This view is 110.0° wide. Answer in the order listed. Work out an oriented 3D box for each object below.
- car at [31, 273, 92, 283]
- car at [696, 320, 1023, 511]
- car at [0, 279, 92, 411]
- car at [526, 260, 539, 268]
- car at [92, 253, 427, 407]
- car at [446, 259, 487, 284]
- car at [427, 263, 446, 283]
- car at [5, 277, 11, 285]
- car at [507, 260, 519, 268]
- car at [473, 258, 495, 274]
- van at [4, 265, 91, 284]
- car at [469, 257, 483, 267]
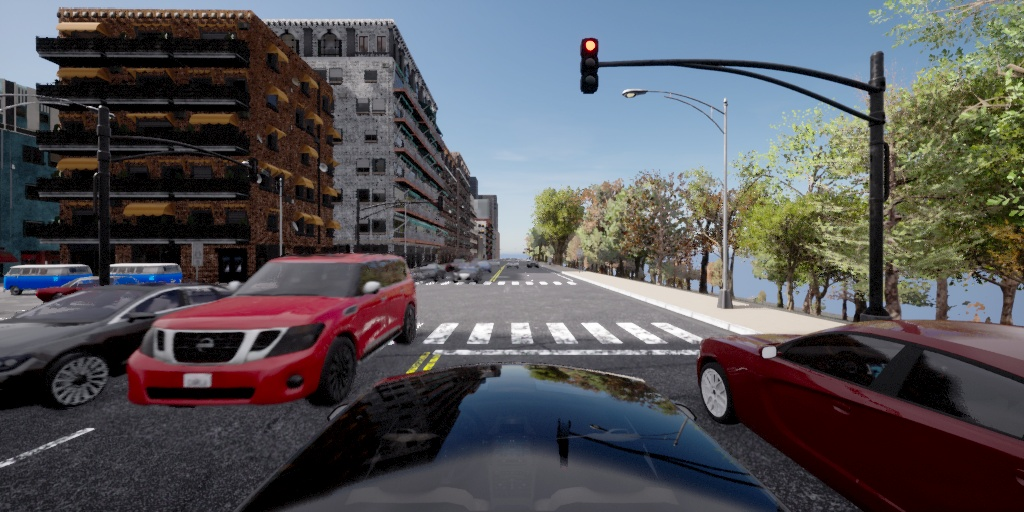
[{"bbox_3d":[-18.085,1.573,16.288,4.718,1.301,1.895,-1,0,-1],"label":"car"},{"bbox_3d":[3.350,1.228,2.718,1.882,1.535,5.008,0,0,0],"label":"car"},{"bbox_3d":[-6.598,1.240,6.224,2.128,1.511,4.902,0,0,0],"label":"car"},{"bbox_3d":[3.404,1.368,60.210,1.895,1.301,4.718,0,0,0],"label":"car"},{"bbox_3d":[-3.350,0.968,6.580,2.150,2.045,5.566,0,0,0],"label":"car"},{"bbox_3d":[-3.327,1.250,27.455,2.128,1.511,4.902,0,0,0],"label":"car"},{"bbox_3d":[-6.573,1.279,28.674,1.812,1.442,4.674,0,0,0],"label":"car"},{"bbox_3d":[-22.621,1.624,13.678,4.207,1.307,1.802,0,0,-1],"label":"car"},{"bbox_3d":[0.154,1.368,60.237,1.895,1.301,4.718,0,0,0],"label":"car"},{"bbox_3d":[-3.314,1.282,41.419,1.812,1.442,4.674,0,0,0],"label":"car"},{"bbox_3d":[-28.302,1.425,21.953,3.998,1.789,1.690,0,0,-1],"label":"van"},{"bbox_3d":[-6.478,1.122,64.988,2.097,1.767,4.553,0,0,1],"label":"car"}]
